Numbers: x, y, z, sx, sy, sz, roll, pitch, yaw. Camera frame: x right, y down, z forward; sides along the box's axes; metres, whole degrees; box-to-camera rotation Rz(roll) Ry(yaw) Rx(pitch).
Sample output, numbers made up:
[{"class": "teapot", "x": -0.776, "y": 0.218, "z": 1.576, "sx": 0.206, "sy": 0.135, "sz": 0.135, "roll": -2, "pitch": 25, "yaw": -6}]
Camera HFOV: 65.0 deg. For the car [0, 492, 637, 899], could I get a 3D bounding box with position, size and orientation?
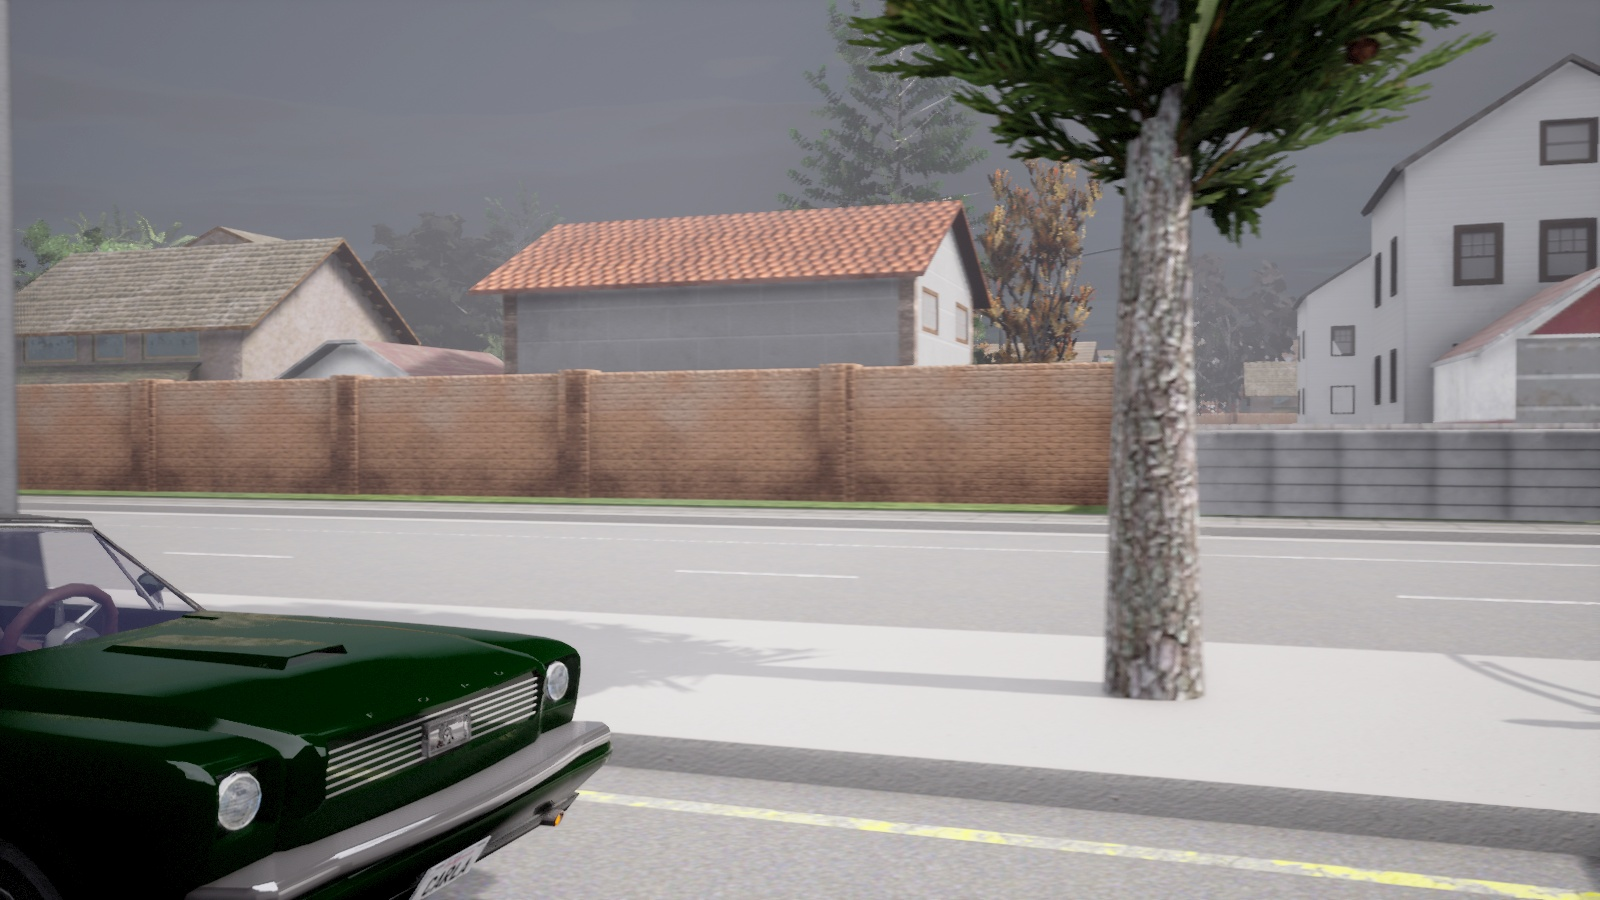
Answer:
[{"class": "car", "x": -3.108, "y": 0.847, "z": 4.252, "sx": 4.718, "sy": 1.301, "sz": 1.895, "roll": 1, "pitch": 1, "yaw": 19}]
